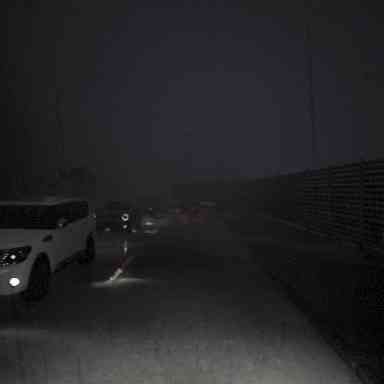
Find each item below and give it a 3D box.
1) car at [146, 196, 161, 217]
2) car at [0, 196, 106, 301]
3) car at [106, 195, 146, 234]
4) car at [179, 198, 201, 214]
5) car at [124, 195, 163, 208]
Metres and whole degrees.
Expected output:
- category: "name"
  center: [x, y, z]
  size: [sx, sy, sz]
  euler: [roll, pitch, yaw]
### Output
- category: "car"
  center: [-4.034, 1.336, 28.557]
  size: [1.812, 1.442, 4.674]
  euler: [0, 0, 0]
- category: "car"
  center: [-4.099, 1.165, 8.512]
  size: [2.150, 2.045, 5.566]
  euler: [0, 0, 0]
- category: "car"
  center: [-4.087, 1.230, 18.363]
  size: [2.097, 1.767, 4.553]
  euler: [0, 0, 0]
- category: "car"
  center: [-0.175, 1.309, 32.753]
  size: [1.812, 1.442, 4.674]
  euler: [0, 0, -6]
- category: "car"
  center: [-6.289, 1.223, 43.122]
  size: [4.892, 1.490, 1.837]
  euler: [1, 0, 30]
